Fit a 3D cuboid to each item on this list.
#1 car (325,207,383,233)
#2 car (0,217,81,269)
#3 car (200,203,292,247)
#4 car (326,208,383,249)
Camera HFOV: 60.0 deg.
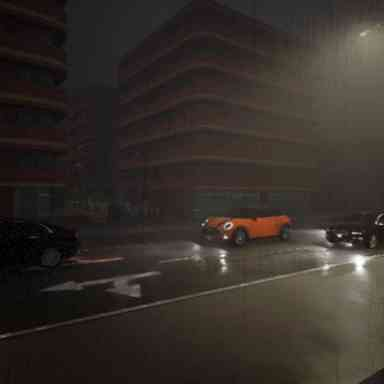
[{"bbox_3d":[10.667,1.710,21.433,4.181,1.385,1.994,0,0,-37],"label":"car"},{"bbox_3d":[-5.790,1.513,9.689,4.892,1.490,1.837,1,-1,-36],"label":"car"},{"bbox_3d":[2.586,1.430,15.667,4.553,1.767,2.097,0,0,-35],"label":"car"},{"bbox_3d":[8.126,1.614,15.240,4.892,1.490,1.837,1,-1,-35],"label":"car"}]
